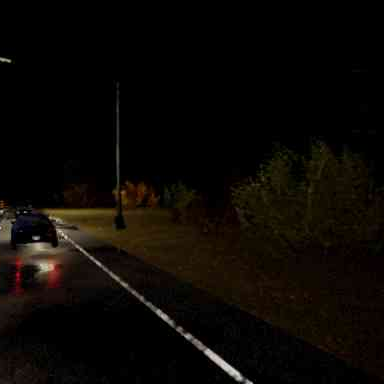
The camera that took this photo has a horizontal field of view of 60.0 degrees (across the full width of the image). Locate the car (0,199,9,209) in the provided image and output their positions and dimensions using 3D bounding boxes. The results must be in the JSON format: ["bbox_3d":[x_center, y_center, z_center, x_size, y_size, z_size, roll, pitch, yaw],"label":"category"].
[{"bbox_3d":[-36.415,2.445,62.896,1.882,1.535,5.008,0,-1,-24],"label":"car"}]

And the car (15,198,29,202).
[{"bbox_3d":[-39.960,2.372,77.546,2.150,2.045,5.566,0,-1,-28],"label":"car"}]

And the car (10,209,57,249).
[{"bbox_3d":[-7.590,1.780,15.933,1.812,1.442,4.674,0,-1,-28],"label":"car"}]

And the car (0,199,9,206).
[{"bbox_3d":[-46.318,2.577,82.122,2.097,1.767,4.553,0,-1,-28],"label":"car"}]

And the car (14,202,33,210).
[{"bbox_3d":[-17.648,2.099,35.081,2.033,1.411,5.357,0,-1,-28],"label":"car"}]
